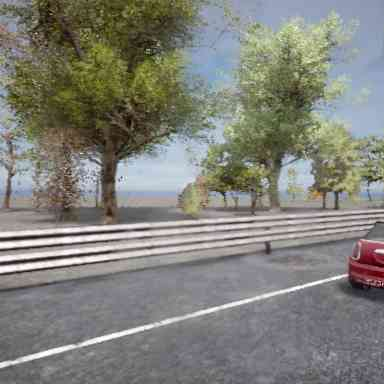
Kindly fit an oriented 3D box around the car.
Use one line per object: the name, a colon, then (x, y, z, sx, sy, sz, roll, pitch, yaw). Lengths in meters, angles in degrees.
car: (5.712, 1.352, 7.767, 4.553, 1.767, 2.097, 0, 0, -35)
